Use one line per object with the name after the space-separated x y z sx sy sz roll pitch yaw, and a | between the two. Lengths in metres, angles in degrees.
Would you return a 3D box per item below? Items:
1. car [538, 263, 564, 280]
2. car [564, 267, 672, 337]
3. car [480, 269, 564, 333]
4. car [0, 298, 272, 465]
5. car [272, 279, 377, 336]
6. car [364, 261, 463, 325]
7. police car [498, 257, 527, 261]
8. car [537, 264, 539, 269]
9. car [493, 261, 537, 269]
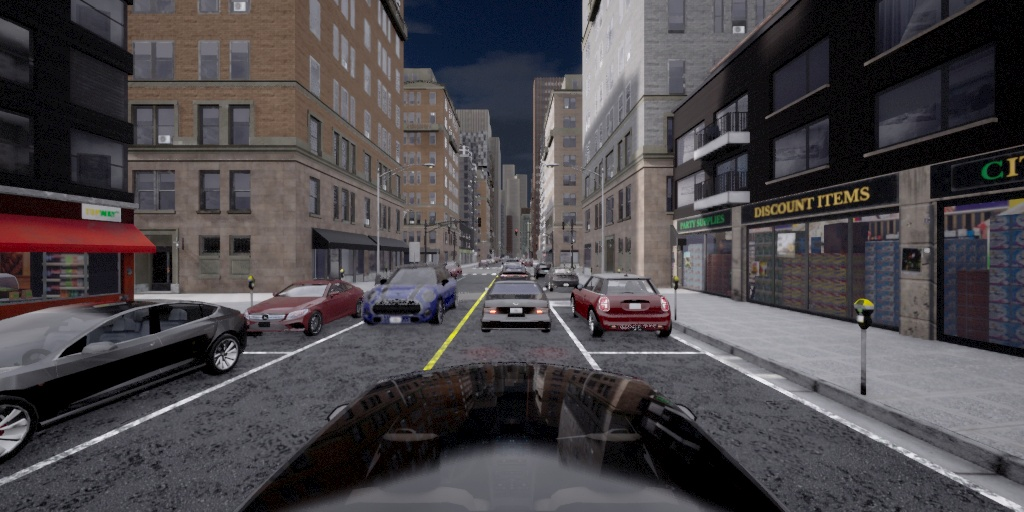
2.890 1.301 21.275 2.007 1.370 4.403 0 0 0 | car
2.870 1.190 10.272 1.967 1.591 4.097 0 0 0 | car
0.111 1.297 10.743 2.033 1.411 5.357 0 0 0 | car
-5.666 1.315 4.787 1.948 1.339 4.313 0 0 0 | car
-5.656 1.332 10.288 1.802 1.307 4.207 0 0 0 | car
-3.082 1.102 11.754 2.097 1.767 4.553 0 0 0 | car
0.051 1.178 31.286 1.930 1.638 5.238 0 0 0 | police car
2.911 1.319 32.277 1.948 1.339 4.313 0 0 0 | car
0.132 1.242 21.266 2.128 1.511 4.902 0 0 0 | car
